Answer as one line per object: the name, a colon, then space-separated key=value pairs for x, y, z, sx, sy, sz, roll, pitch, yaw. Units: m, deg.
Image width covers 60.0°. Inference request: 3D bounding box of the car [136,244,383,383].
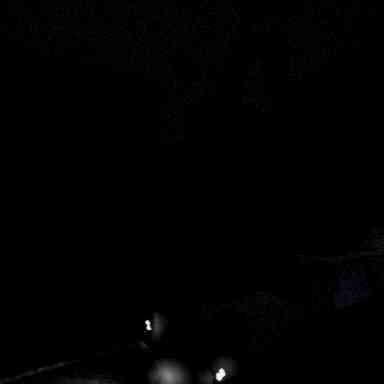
car: x=1.919 y=1.575 z=5.054 sx=5.357 sy=1.411 sz=2.033 roll=0 pitch=0 yaw=-36
